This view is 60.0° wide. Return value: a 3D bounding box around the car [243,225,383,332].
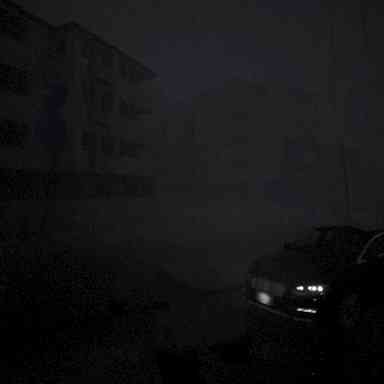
[{"bbox_3d":[3.185,1.471,6.853,4.902,1.511,2.128,0,0,-35],"label":"car"}]
